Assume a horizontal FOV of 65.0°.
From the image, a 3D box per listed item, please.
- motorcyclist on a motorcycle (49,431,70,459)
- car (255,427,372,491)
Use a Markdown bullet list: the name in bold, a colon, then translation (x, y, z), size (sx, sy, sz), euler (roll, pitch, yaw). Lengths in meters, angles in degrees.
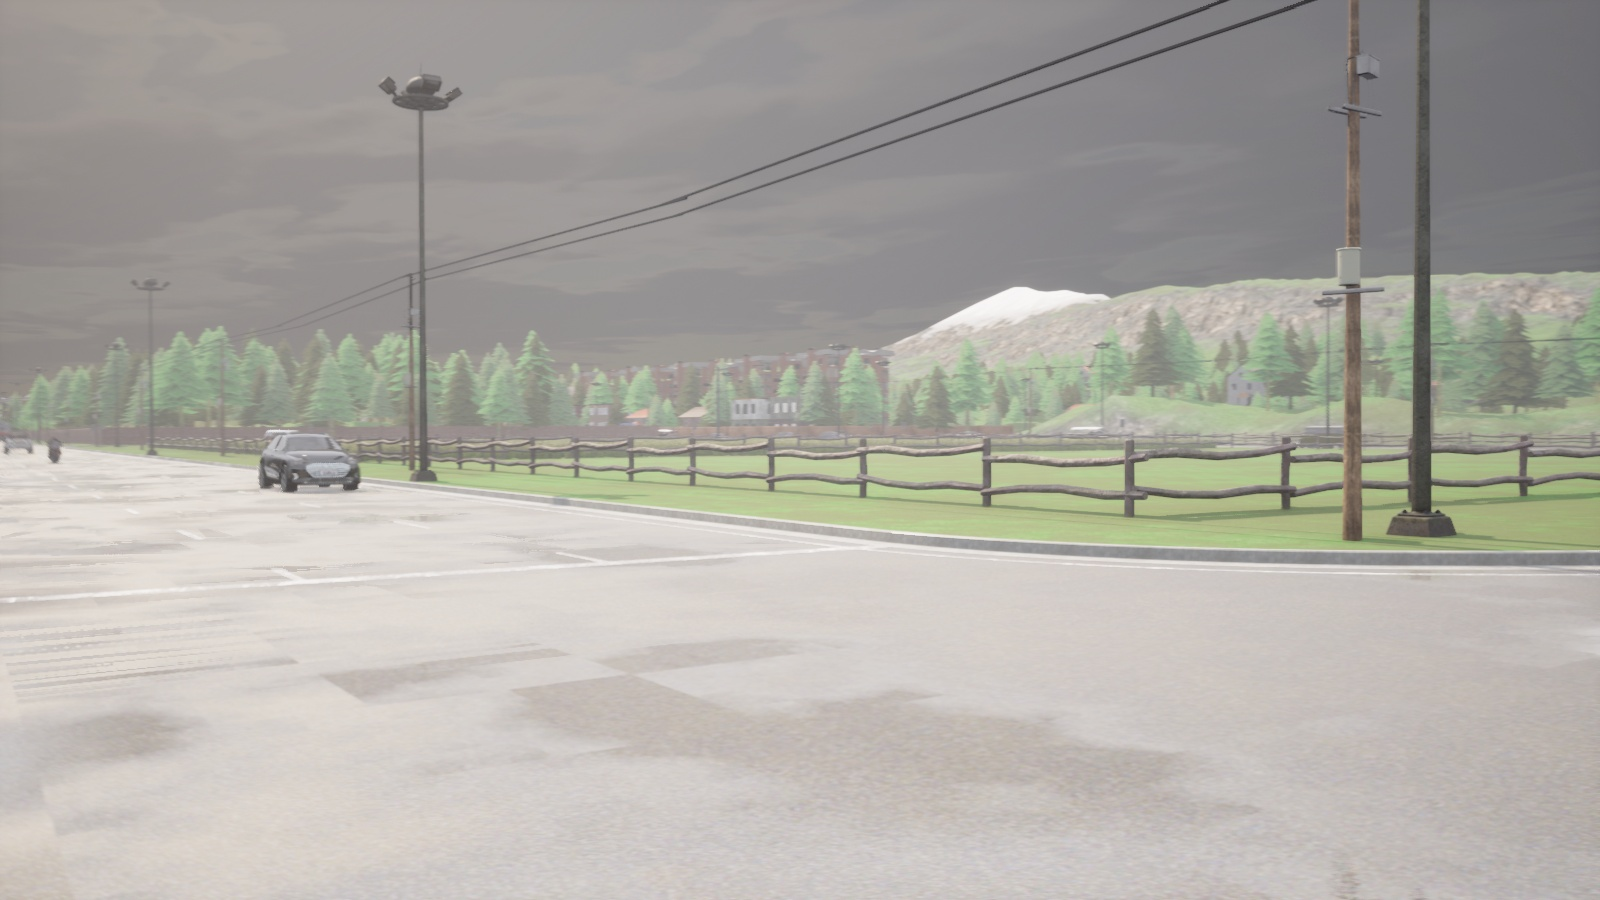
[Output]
- **motorcyclist on a motorcycle**: translation (-40.449, -0.283, 68.606), size (0.866, 1.530, 2.191), euler (0, 1, -34)
- **car**: translation (-13.756, 0.199, 35.308), size (2.033, 1.649, 4.856), euler (0, 1, -34)
